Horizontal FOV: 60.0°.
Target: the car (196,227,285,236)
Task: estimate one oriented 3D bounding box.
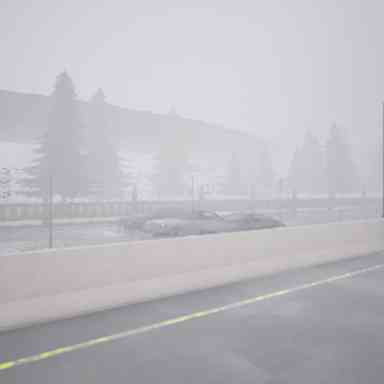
[{"bbox_3d":[2.125,1.572,14.095,4.181,1.385,1.994,0,0,-35],"label":"car"}]
